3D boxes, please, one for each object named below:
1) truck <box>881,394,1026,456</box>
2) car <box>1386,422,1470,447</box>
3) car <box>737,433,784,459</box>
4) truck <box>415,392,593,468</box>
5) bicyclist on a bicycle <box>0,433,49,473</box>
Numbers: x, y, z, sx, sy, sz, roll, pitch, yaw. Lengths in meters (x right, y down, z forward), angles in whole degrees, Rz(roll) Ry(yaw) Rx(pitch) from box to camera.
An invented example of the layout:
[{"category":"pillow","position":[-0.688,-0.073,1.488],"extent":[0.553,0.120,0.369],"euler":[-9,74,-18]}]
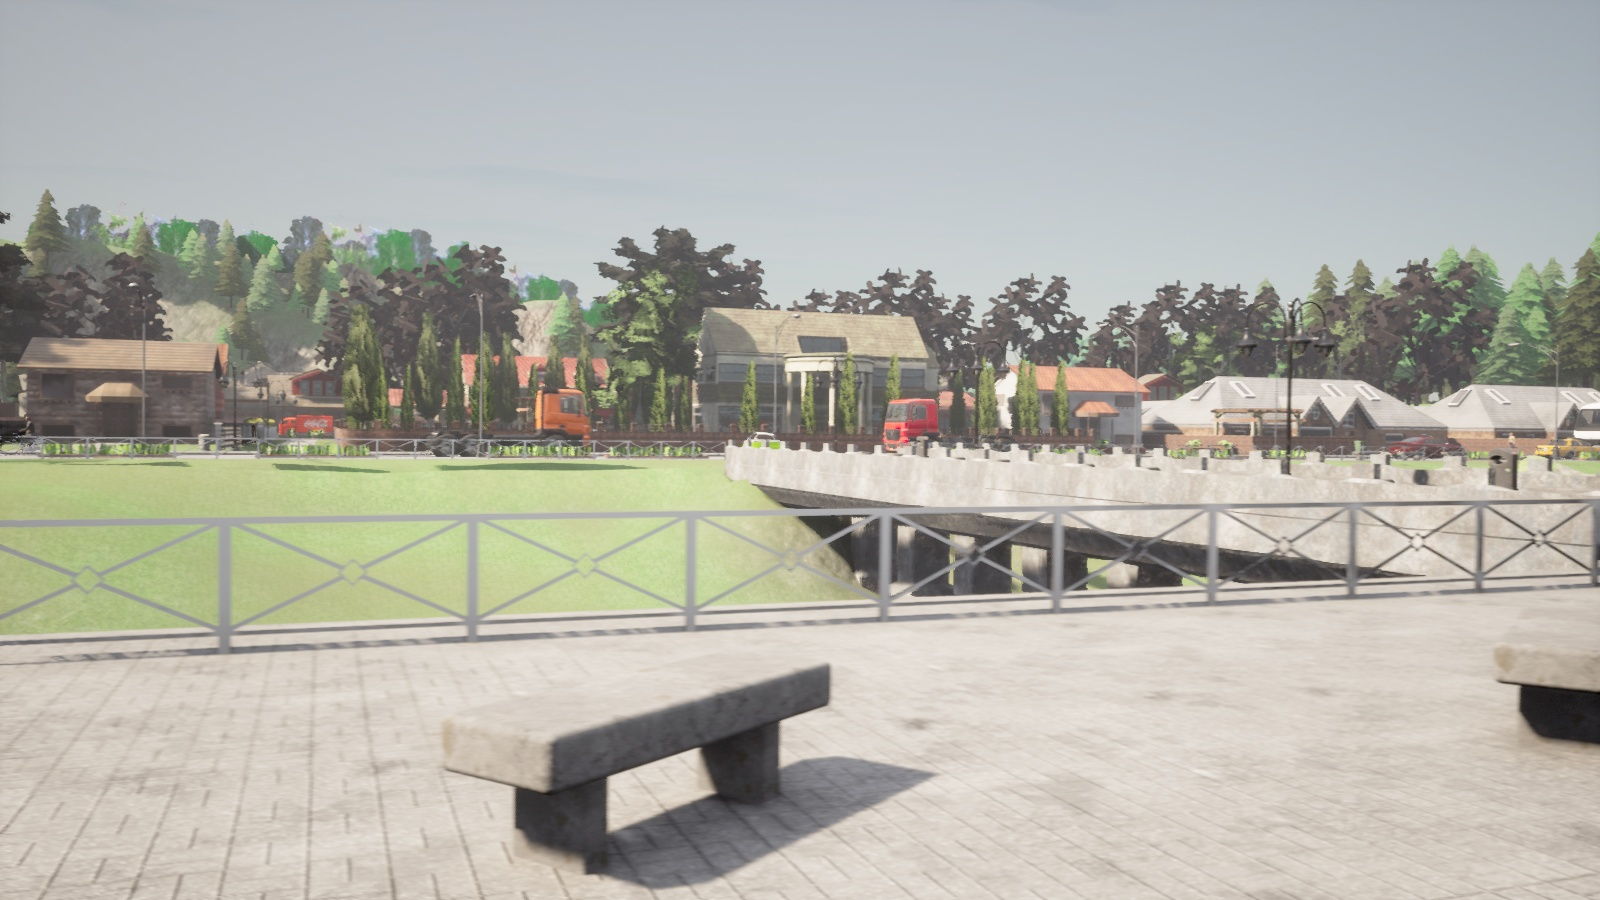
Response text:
[{"category":"truck","position":[8.930,-1.470,73.126],"extent":[7.936,3.462,2.891],"euler":[-1,1,-21]},{"category":"car","position":[40.409,-0.976,80.802],"extent":[5.008,1.535,1.882],"euler":[-1,1,-21]},{"category":"car","position":[-2.150,-0.246,68.934],"extent":[2.207,1.376,1.481],"euler":[-1,1,-21]},{"category":"truck","position":[-14.147,-1.009,60.092],"extent":[7.936,3.462,2.891],"euler":[-1,1,-21]},{"category":"bicyclist on a bicycle","position":[-34.945,0.127,56.490],"extent":[1.843,1.776,0.659],"euler":[-1,1,-21]}]
